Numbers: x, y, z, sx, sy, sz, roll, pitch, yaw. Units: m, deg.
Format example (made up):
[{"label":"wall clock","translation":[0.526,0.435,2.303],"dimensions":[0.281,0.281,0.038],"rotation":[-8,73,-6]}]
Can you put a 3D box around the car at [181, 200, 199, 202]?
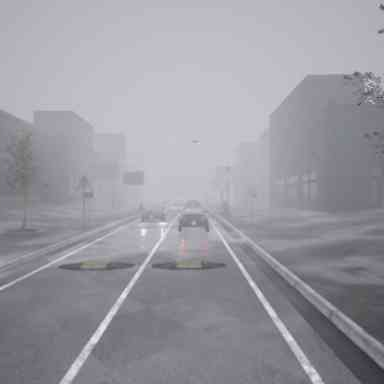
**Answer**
[{"label":"car","translation":[0.103,1.671,38.987],"dimensions":[2.097,1.767,4.553],"rotation":[0,-1,0]}]

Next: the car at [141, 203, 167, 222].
[{"label":"car","translation":[-3.091,1.656,27.834],"dimensions":[1.812,1.442,4.674],"rotation":[0,-1,0]}]

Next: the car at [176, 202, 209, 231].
[{"label":"car","translation":[0.099,1.610,21.271],"dimensions":[1.812,1.442,4.674],"rotation":[0,0,0]}]

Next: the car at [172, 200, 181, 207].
[{"label":"car","translation":[-2.994,2.312,68.662],"dimensions":[1.994,1.385,4.181],"rotation":[0,0,0]}]
